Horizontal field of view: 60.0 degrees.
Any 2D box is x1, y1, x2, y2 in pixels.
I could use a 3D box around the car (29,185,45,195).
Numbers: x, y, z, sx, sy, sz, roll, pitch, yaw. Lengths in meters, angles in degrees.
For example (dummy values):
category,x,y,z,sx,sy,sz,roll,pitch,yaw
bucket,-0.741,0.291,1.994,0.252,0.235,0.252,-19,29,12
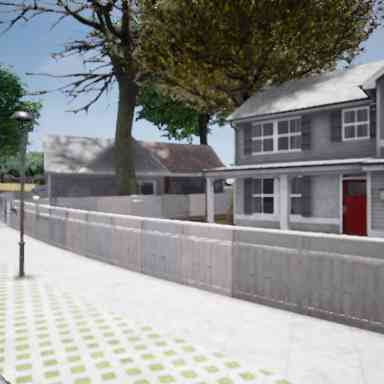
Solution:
category,x,y,z,sx,sy,sz,roll,pitch,yaw
car,-30.335,-0.420,66.669,2.150,2.045,5.566,0,1,5
